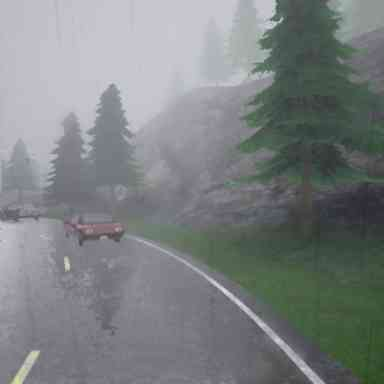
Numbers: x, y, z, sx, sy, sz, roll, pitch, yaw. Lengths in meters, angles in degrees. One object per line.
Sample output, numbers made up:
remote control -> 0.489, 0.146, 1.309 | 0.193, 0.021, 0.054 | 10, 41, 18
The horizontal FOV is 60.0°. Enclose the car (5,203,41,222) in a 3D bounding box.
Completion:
car -> -14.396, 1.668, 28.182 | 2.033, 1.411, 5.357 | 0, 0, -40

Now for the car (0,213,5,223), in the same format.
car -> -15.158, 1.362, 23.485 | 2.150, 2.045, 5.566 | -1, 0, -40

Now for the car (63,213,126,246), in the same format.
car -> -4.798, 1.633, 15.759 | 1.895, 1.301, 4.718 | -1, 0, -31
